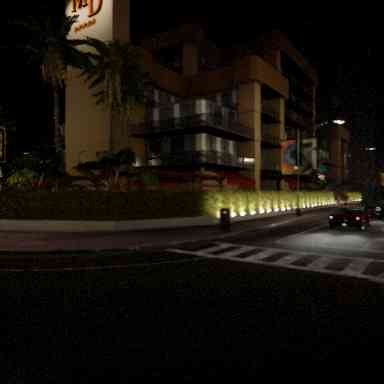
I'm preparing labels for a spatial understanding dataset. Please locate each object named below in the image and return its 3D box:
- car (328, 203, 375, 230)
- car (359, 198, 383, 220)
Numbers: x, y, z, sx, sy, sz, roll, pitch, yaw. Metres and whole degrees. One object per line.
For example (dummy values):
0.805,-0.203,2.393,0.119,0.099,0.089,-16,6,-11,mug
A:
10.096,1.587,21.132,1.895,1.301,4.718,0,0,35,car
15.213,1.339,28.419,2.097,1.767,4.553,0,0,35,car
